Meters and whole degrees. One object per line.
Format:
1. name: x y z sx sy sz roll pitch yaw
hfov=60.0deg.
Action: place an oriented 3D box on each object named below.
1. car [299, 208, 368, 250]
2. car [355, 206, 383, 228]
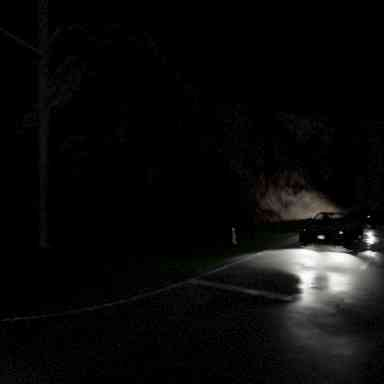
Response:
1. car: 6.187 1.588 14.638 1.994 1.385 4.181 0 0 35
2. car: 11.910 1.625 22.665 1.895 1.301 4.718 -1 0 43
